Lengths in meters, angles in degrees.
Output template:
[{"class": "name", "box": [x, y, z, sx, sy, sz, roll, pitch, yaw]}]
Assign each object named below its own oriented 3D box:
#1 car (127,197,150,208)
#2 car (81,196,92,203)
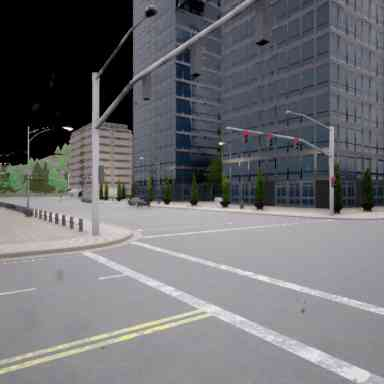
[{"class": "car", "box": [-7.624, 1.449, 47.183, 1.837, 1.490, 4.892, 0, 0, -35]}, {"class": "car", "box": [-20.266, 1.492, 65.264, 2.033, 1.411, 5.357, 0, 0, -35]}]
